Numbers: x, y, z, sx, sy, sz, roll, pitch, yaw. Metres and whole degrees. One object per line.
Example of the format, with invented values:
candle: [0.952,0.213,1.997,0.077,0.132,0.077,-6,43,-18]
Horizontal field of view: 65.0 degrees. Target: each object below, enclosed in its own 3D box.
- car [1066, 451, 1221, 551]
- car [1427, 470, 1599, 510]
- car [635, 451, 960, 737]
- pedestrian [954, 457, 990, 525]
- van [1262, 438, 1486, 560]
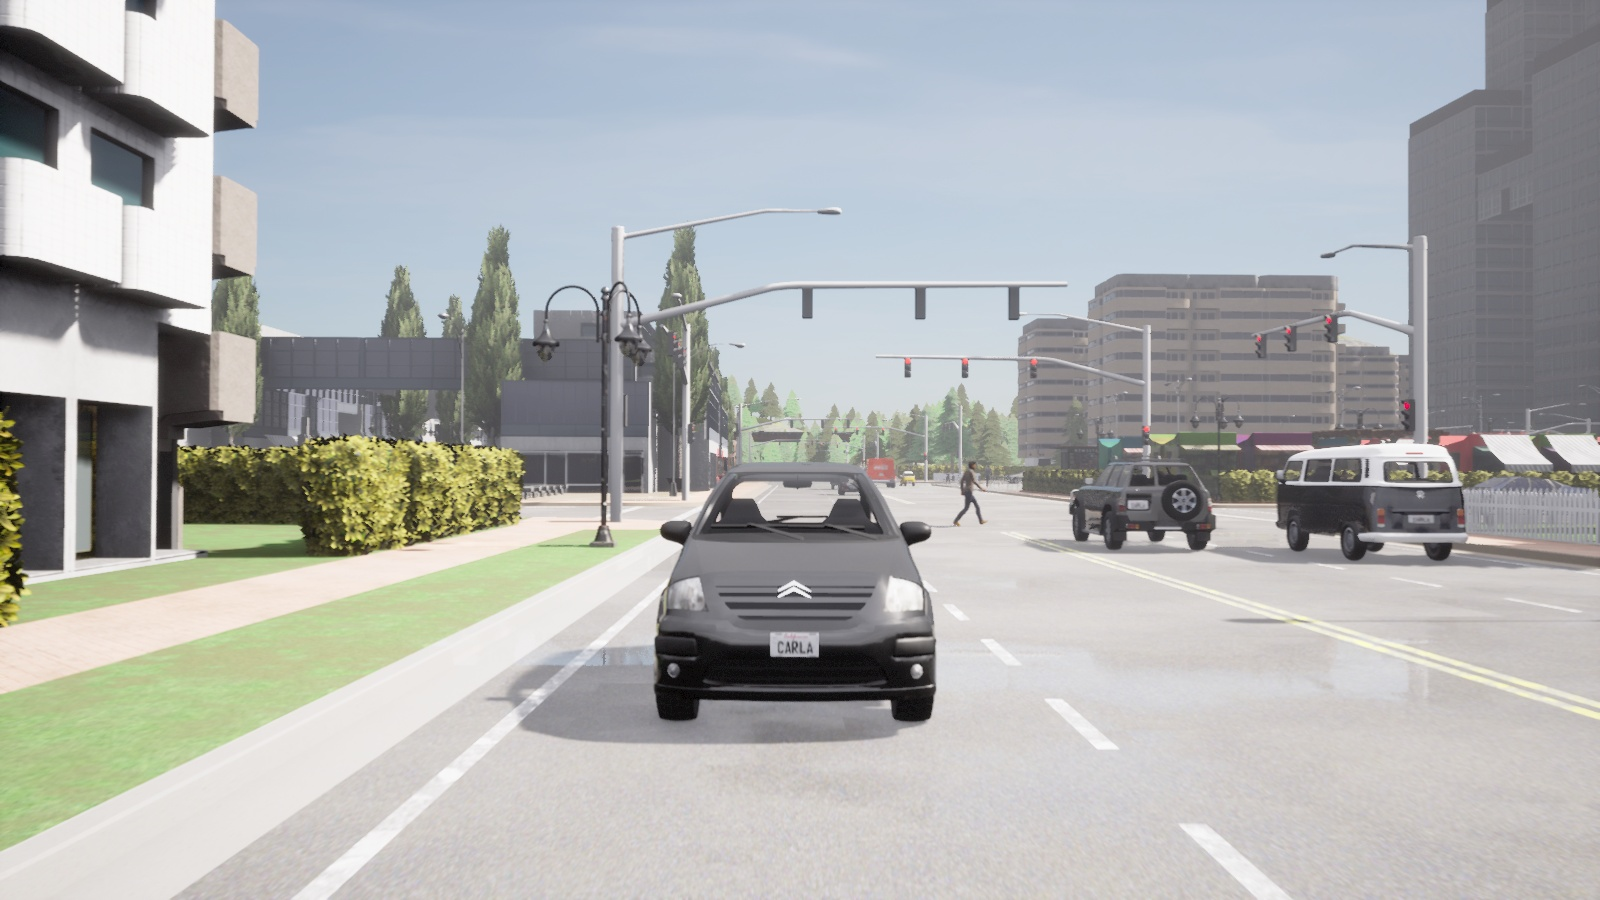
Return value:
car: [6.937,0.994,25.884,1.932,1.855,4.605,0,-1,0]
car: [26.288,1.457,46.233,5.357,1.411,2.033,0,-1,-1]
car: [-0.022,0.849,9.158,1.851,1.617,3.988,0,-1,0]
pedestrian: [4.640,1.103,33.896,0.869,1.805,0.328,0,-1,-10]
van: [10.444,0.848,23.297,2.069,2.038,4.480,0,-1,0]
